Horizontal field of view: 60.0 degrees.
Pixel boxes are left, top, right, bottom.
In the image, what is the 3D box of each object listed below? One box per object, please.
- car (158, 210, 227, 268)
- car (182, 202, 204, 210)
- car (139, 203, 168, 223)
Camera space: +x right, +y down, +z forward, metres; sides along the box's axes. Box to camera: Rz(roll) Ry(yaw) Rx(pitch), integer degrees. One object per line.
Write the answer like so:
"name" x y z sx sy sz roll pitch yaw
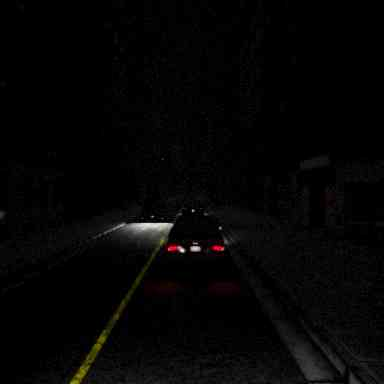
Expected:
"car" 0.094 1.562 11.344 2.033 1.411 5.357 0 0 0
"car" 0.092 1.598 30.555 1.994 1.385 4.181 0 0 0
"car" -2.852 1.594 25.959 1.994 1.385 4.181 0 0 0
